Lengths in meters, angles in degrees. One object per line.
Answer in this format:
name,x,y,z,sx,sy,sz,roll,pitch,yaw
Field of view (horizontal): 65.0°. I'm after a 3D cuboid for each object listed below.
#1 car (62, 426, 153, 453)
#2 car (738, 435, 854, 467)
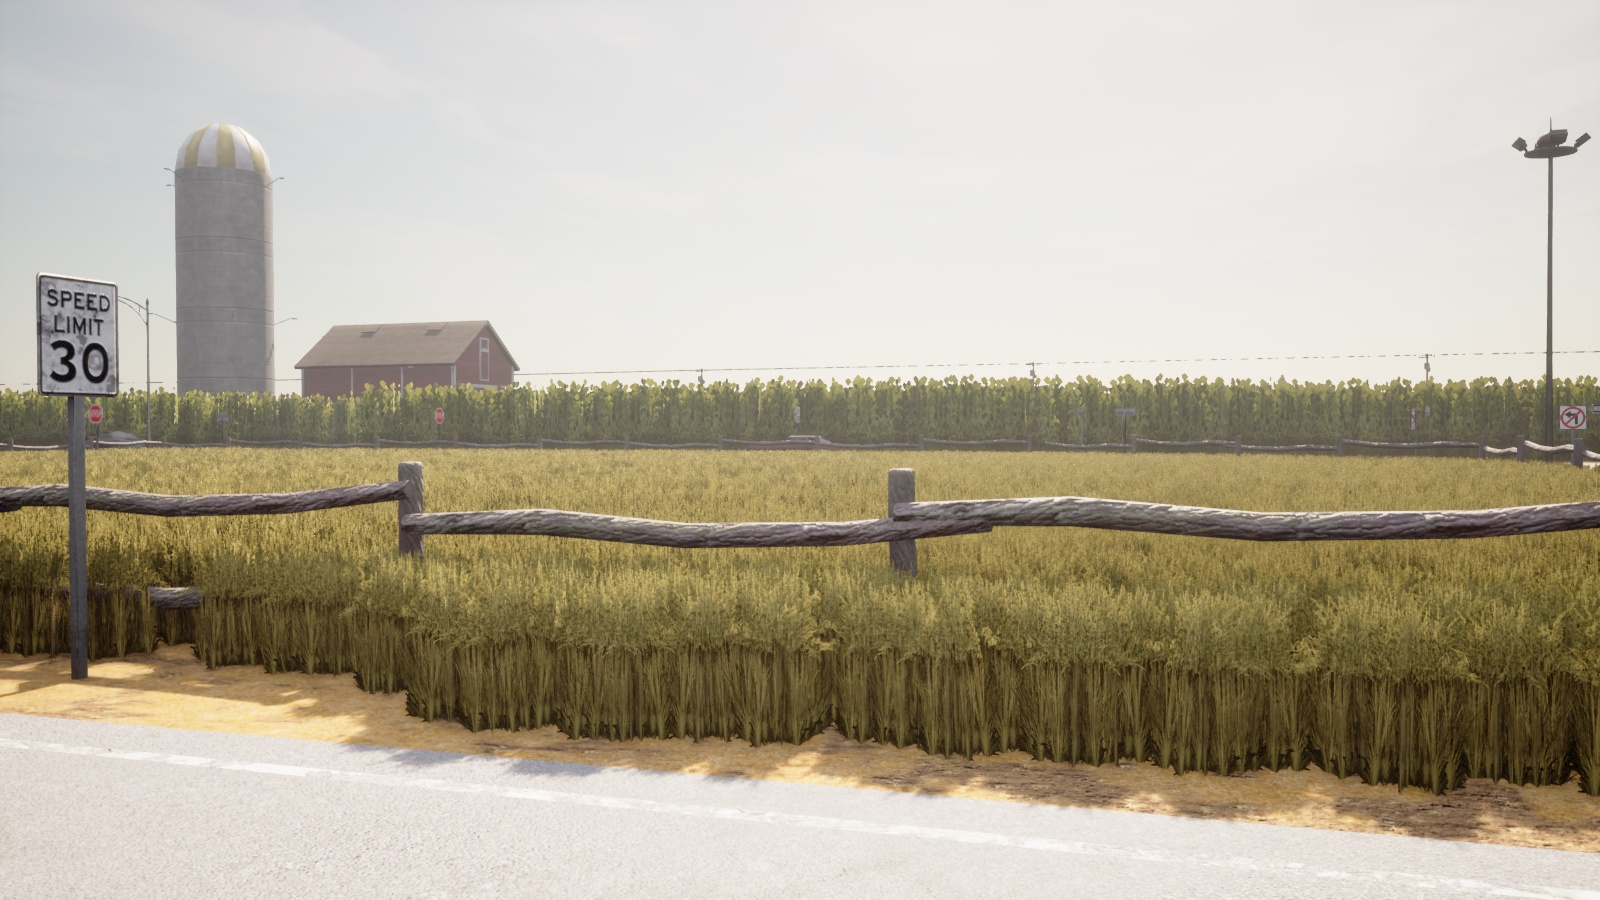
car,-37.134,-0.591,67.321,4.181,1.385,1.994,1,1,19
car,-0.178,0.017,54.870,4.718,1.301,1.895,1,1,19
